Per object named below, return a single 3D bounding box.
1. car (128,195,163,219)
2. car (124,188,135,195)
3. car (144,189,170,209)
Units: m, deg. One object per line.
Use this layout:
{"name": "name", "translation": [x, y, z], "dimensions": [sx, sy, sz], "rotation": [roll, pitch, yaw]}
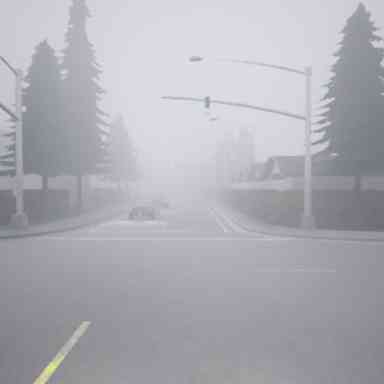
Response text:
{"name": "car", "translation": [-3.550, 1.193, 25.284], "dimensions": [1.812, 1.442, 4.674], "rotation": [0, 1, 1]}
{"name": "car", "translation": [-16.646, 0.019, 80.795], "dimensions": [3.866, 1.878, 1.905], "rotation": [0, 1, 0]}
{"name": "car", "translation": [-3.528, 0.879, 35.925], "dimensions": [2.097, 1.767, 4.553], "rotation": [0, 1, 0]}
